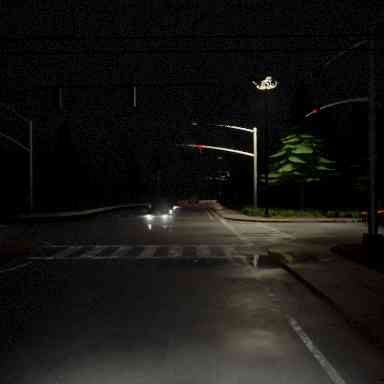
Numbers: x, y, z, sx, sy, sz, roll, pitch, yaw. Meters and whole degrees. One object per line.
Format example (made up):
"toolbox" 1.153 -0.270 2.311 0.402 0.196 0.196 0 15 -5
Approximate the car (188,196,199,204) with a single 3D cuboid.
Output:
"car" 0.312 1.689 65.344 1.812 1.442 4.674 0 0 2

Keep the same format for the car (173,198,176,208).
"car" -3.602 1.642 46.605 1.837 1.490 4.892 0 0 0

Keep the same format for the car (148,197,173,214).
"car" -3.615 1.465 36.735 2.097 1.767 4.553 0 0 0

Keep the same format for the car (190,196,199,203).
"car" 0.631 1.629 75.652 1.837 1.490 4.892 0 0 2

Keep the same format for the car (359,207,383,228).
"car" 13.775 1.492 22.044 5.008 1.535 1.882 0 0 1

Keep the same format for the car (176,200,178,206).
"car" -3.512 1.726 56.685 1.994 1.385 4.181 0 0 1
